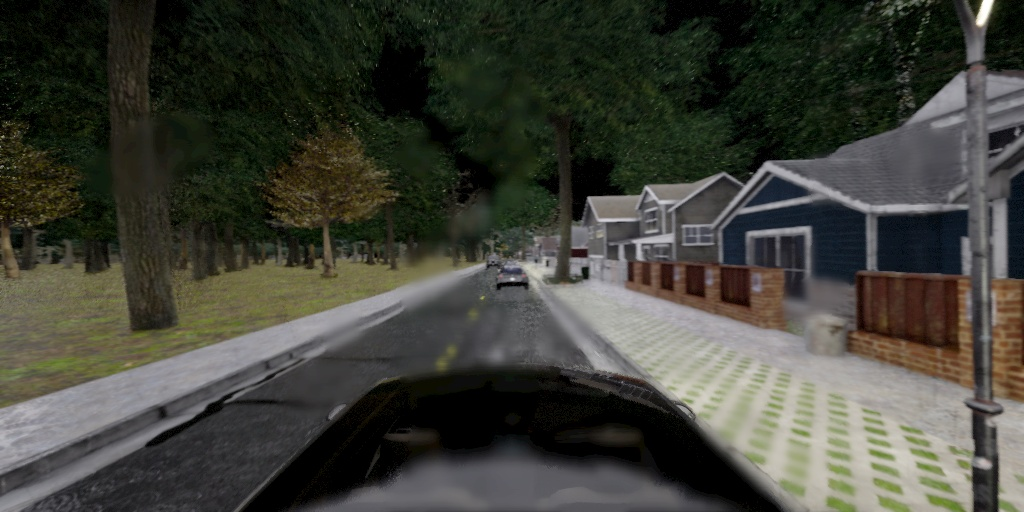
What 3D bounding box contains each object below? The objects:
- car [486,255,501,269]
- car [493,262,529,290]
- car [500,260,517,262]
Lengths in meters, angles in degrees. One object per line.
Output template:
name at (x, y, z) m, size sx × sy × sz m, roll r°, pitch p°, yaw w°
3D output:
car at (-2.886, 0.897, 56.751) m, size 2.150 × 2.045 × 5.566 m, roll -1°, pitch 0°, yaw 0°
car at (0.049, 1.277, 22.508) m, size 1.994 × 1.385 × 4.181 m, roll -1°, pitch 0°, yaw 0°
car at (-0.010, 1.235, 38.761) m, size 1.994 × 1.385 × 4.181 m, roll -1°, pitch 0°, yaw 0°
